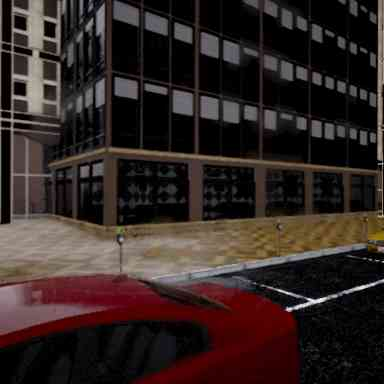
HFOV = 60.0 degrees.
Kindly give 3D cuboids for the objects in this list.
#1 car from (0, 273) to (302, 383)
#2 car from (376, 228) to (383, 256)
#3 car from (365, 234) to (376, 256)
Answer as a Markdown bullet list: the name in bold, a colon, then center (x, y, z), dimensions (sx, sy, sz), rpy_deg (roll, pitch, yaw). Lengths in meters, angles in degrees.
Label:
- **car**: center (-1.302, 1.479, 2.430), dimensions (5.008, 1.535, 1.882), rpy_deg (1, 0, -35)
- **car**: center (7.285, 1.300, 8.542), dimensions (5.566, 2.045, 2.150), rpy_deg (1, 0, -35)
- **car**: center (8.342, 1.625, 12.512), dimensions (4.829, 1.417, 1.752), rpy_deg (1, 0, -35)
